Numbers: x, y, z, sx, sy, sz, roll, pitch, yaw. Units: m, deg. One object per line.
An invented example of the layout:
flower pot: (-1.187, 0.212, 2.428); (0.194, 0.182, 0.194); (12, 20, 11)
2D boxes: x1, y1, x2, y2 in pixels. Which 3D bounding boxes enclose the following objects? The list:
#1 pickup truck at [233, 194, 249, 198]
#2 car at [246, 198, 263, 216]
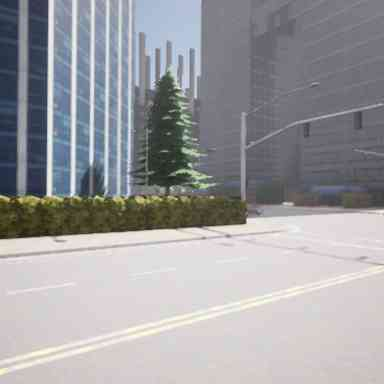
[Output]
pickup truck: (10.135, 1.507, 68.919); (2.390, 2.098, 6.274); (0, 0, -6)
car: (5.373, 1.712, 35.398); (2.128, 1.511, 4.902); (1, 0, -36)
